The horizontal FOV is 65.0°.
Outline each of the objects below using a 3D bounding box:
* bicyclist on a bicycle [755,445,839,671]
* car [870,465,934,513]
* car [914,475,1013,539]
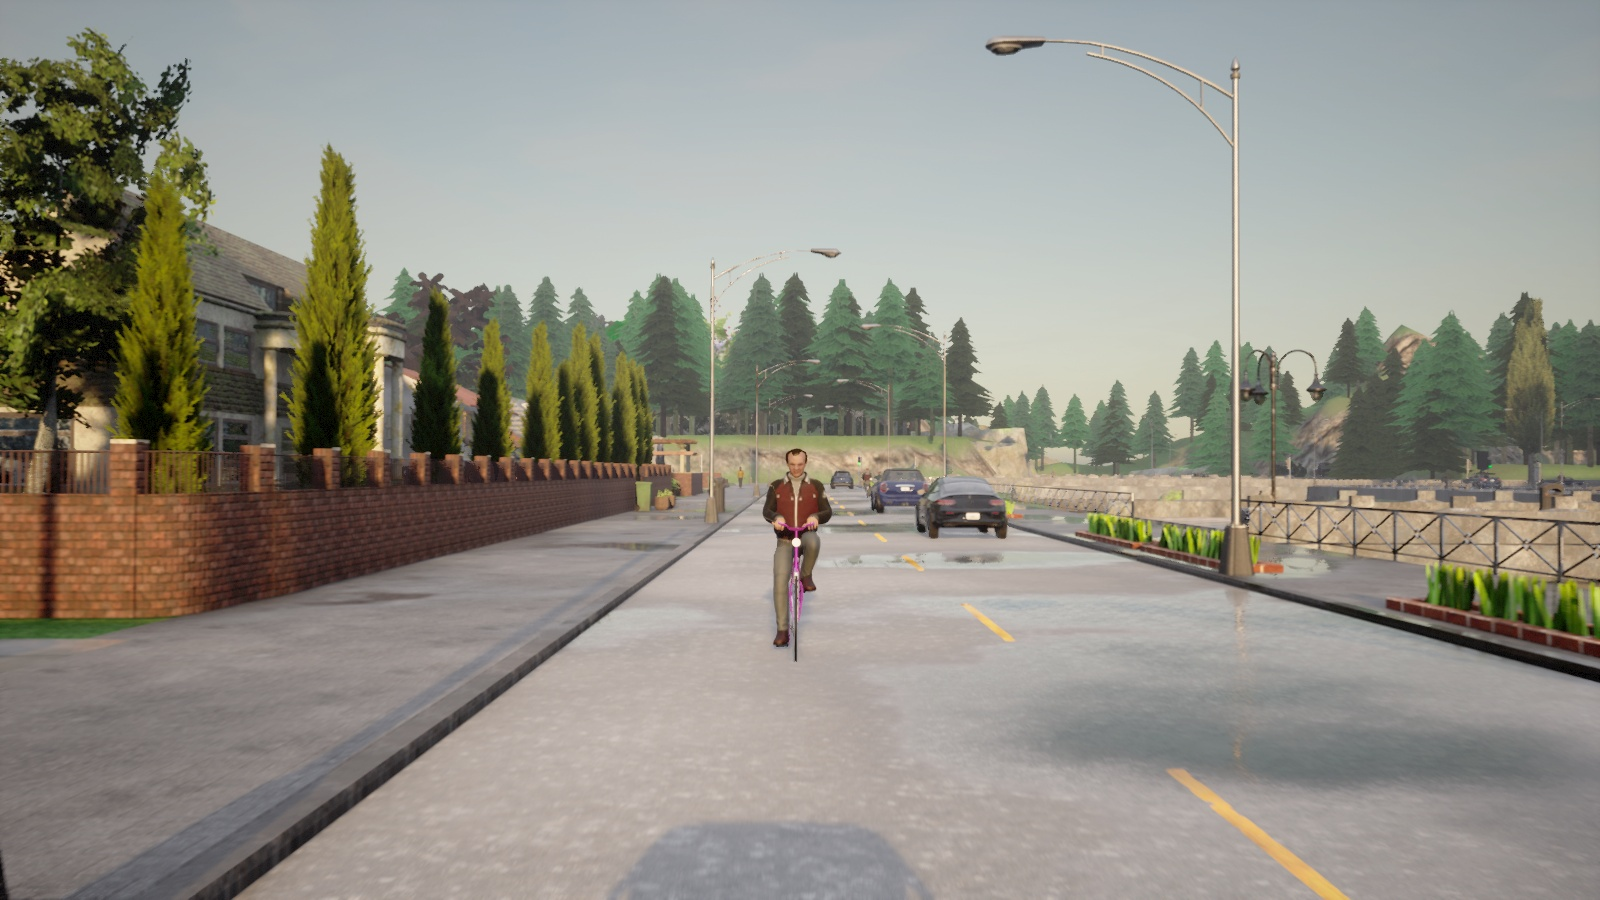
[{"bbox_3d":[-0.026,0.866,10.800,0.659,1.776,1.843,0,-1,0],"label":"bicyclist on a bicycle"},{"bbox_3d":[3.885,1.473,48.692,2.097,1.767,4.553,0,-1,0],"label":"car"},{"bbox_3d":[3.928,1.343,30.937,1.812,1.442,4.674,0,-1,0],"label":"car"}]
